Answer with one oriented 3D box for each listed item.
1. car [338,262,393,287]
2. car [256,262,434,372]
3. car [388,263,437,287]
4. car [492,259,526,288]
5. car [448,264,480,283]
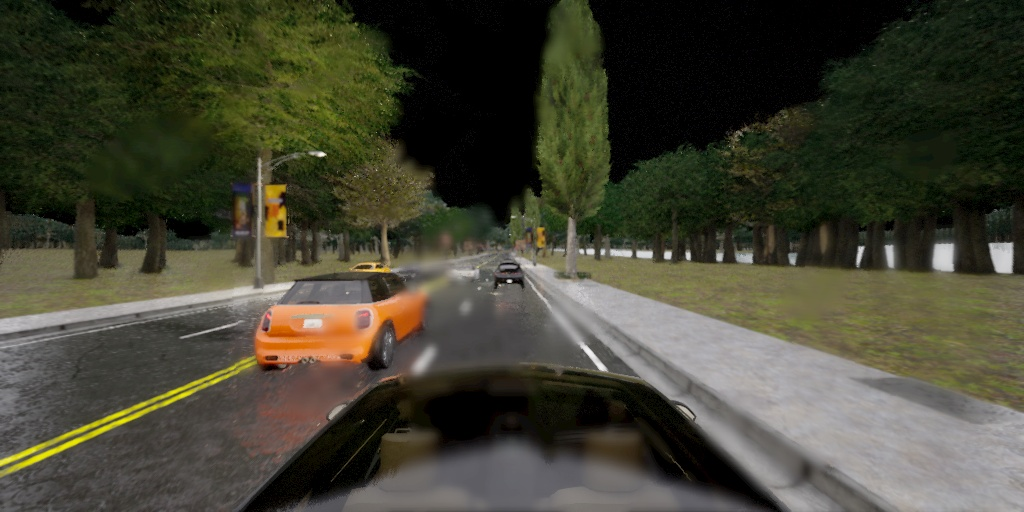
[{"bbox_3d":[-10.155,1.216,25.277,1.882,1.535,5.008,0,0,-1],"label":"car"},{"bbox_3d":[-3.214,1.103,7.881,2.097,1.767,4.553,0,0,-1],"label":"car"},{"bbox_3d":[-6.910,1.260,25.577,2.033,1.411,5.357,0,0,-1],"label":"car"},{"bbox_3d":[-0.177,1.177,22.876,1.837,1.490,4.892,0,0,-1],"label":"car"},{"bbox_3d":[-3.477,1.283,26.769,1.895,1.301,4.718,0,0,-1],"label":"car"}]
